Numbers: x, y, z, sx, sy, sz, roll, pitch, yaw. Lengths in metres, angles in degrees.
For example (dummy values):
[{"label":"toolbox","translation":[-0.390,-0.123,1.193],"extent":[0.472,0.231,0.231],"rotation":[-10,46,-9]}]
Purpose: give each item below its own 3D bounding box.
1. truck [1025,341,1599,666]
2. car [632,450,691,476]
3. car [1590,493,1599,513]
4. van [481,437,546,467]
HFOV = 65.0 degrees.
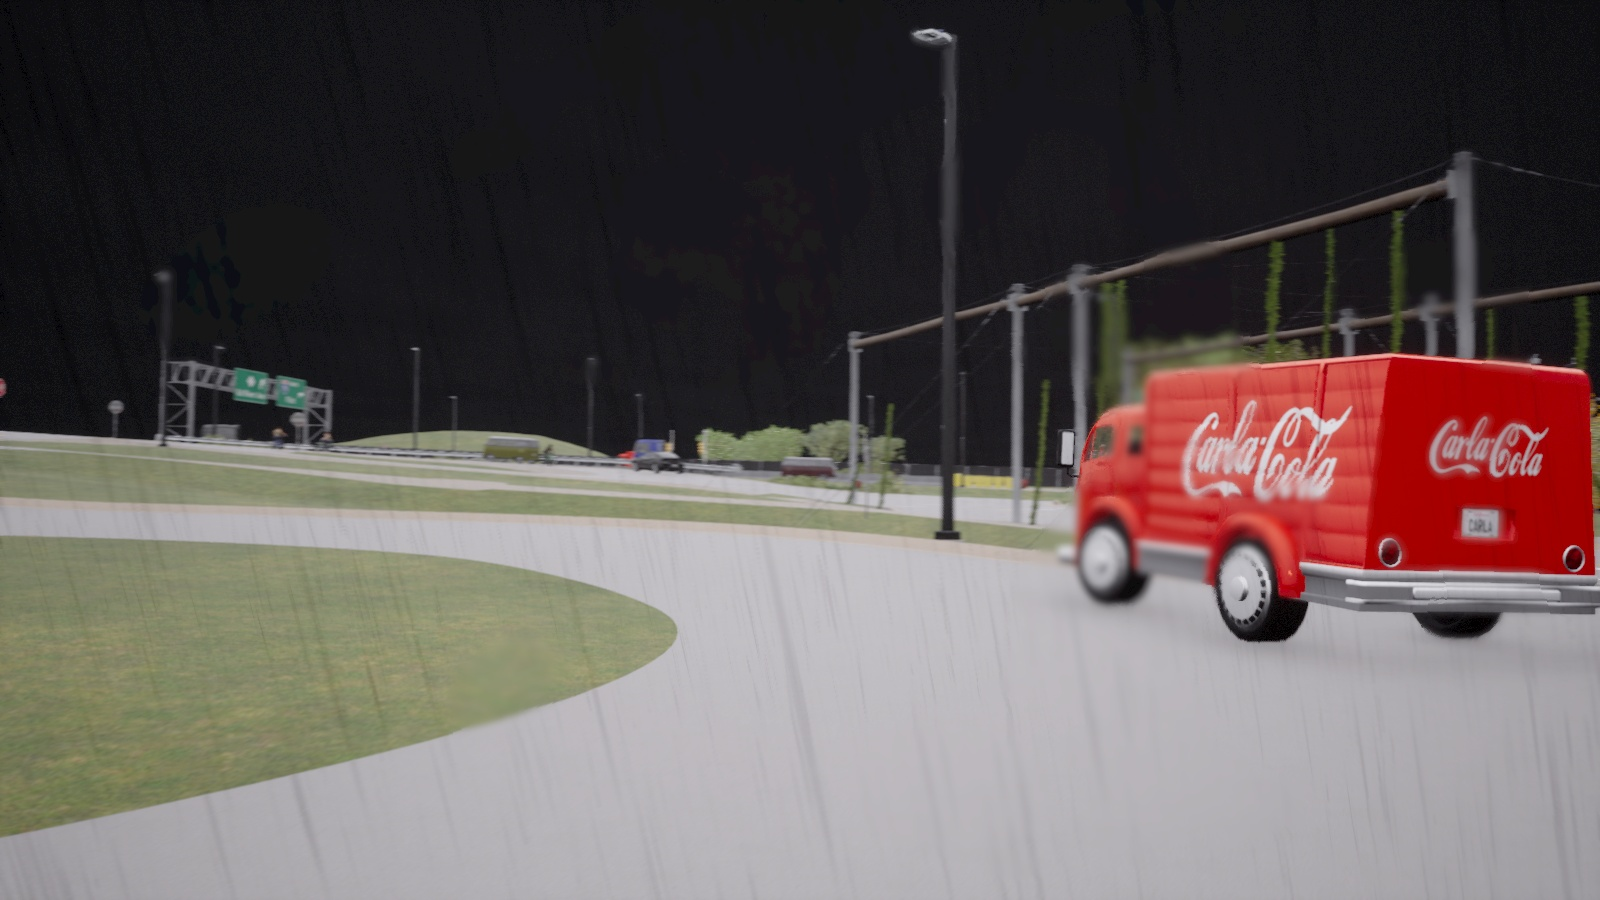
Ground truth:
[{"label":"truck","translation":[4.663,0.462,12.427],"extent":[2.627,2.467,5.204],"rotation":[3,-1,-17]},{"label":"car","translation":[-9.406,0.870,84.870],"extent":[1.882,1.535,5.008],"rotation":[2,0,-33]},{"label":"car","translation":[51.514,3.344,78.386],"extent":[1.895,1.301,4.718],"rotation":[1,-2,7]},{"label":"van","translation":[-21.569,0.141,94.603],"extent":[4.442,1.987,1.775],"rotation":[3,-1,21]}]
